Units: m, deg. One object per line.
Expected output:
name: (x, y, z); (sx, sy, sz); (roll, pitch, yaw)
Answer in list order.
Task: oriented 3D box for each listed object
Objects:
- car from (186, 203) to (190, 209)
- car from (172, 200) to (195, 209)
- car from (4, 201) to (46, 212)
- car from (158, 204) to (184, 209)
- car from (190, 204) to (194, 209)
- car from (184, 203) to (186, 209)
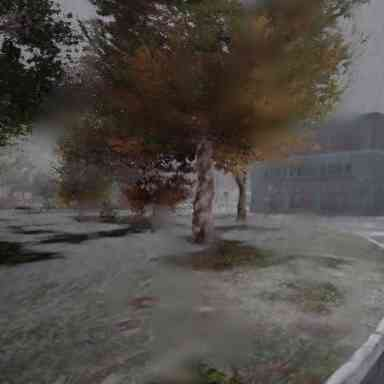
car: (-3.368, 3.337, 80.024); (5.366, 1.575, 1.946); (2, -2, 1)
car: (-2.074, 3.224, 82.818); (5.566, 2.045, 2.435); (1, -2, 1)
car: (-21.609, 1.862, 43.139); (4.902, 1.511, 2.128); (1, -1, -16)
car: (-5.248, 2.813, 74.495); (5.566, 2.045, 2.435); (2, -3, 0)
car: (1.358, 2.294, 53.092); (2.150, 2.045, 5.566); (1, -2, 4)
car: (-4.265, 3.080, 77.263); (4.553, 1.767, 2.185); (2, -3, 1)
